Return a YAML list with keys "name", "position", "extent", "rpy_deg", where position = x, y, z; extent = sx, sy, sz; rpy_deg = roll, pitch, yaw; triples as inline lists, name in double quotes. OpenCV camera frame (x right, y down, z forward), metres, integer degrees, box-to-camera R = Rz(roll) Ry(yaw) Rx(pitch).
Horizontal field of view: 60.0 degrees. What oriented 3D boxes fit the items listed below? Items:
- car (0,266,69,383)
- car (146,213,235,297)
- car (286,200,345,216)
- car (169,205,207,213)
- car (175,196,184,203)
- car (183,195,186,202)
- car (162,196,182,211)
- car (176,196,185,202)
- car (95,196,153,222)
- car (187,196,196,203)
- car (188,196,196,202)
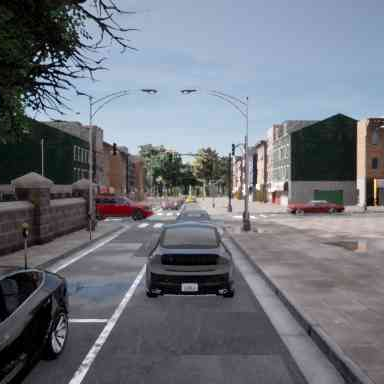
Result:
- name: "car"
  position: [-2.646, 1.565, 3.237]
  extent: [1.947, 1.339, 4.313]
  rpy_deg: [-1, 0, 0]
- name: "car"
  position: [-0.027, 1.505, 8.532]
  extent: [1.837, 1.490, 4.892]
  rpy_deg: [0, 0, 0]
- name: "car"
  position: [10.941, 1.428, 29.835]
  extent: [4.718, 1.301, 1.895]
  rpy_deg: [-1, 1, 0]
- name: "car"
  position: [0.091, 1.552, 15.977]
  extent: [2.033, 1.411, 5.357]
  rpy_deg: [0, 0, 0]
- name: "car"
  position: [-2.688, 1.655, 74.165]
  extent: [1.887, 1.381, 4.507]
  rpy_deg: [-1, 0, 0]
- name: "car"
  position: [-2.682, 1.628, 63.296]
  extent: [1.887, 1.381, 4.507]
  rpy_deg: [-1, 0, 0]
- name: "car"
  position: [-2.670, 1.478, 41.557]
  extent: [1.967, 1.590, 4.097]
  rpy_deg: [-1, 0, 0]
- name: "car"
  position: [-2.691, 1.690, 79.600]
  extent: [1.947, 1.339, 4.313]
  rpy_deg: [-1, 0, 0]
- name: "car"
  position: [-5.958, 1.320, 26.877]
  extent: [5.566, 2.045, 2.150]
  rpy_deg: [-1, 0, 0]
- name: "car"
  position: [-0.029, 1.582, 71.711]
  extent: [1.882, 1.535, 5.008]
  rpy_deg: [0, 0, 0]
- name: "car"
  position: [-0.046, 1.671, 82.145]
  extent: [2.033, 1.411, 5.357]
  rpy_deg: [0, 0, 0]
